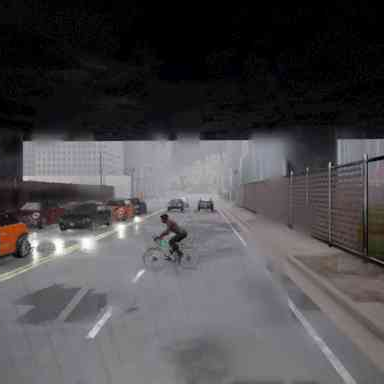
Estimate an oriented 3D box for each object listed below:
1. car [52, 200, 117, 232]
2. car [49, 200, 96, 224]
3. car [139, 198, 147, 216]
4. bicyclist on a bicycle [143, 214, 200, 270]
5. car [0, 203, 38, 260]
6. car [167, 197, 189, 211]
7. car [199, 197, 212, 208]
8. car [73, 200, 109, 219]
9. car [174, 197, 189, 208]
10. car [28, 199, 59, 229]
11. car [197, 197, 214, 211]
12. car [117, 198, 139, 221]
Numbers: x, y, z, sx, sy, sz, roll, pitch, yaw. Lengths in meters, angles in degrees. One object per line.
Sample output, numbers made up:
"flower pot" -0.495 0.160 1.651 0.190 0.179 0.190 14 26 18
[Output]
"car" -6.334 1.477 20.321 1.882 1.535 5.008 0 0 2
"car" -9.486 1.528 26.821 1.895 1.301 4.718 0 4 2
"car" -5.808 1.352 32.794 2.097 1.767 4.553 0 0 3
"bicyclist on a bicycle" -0.600 1.451 9.529 1.656 1.620 0.582 -2 0 2
"car" -6.757 1.352 9.703 2.097 1.767 4.553 0 0 2
"car" -1.876 1.547 40.280 2.033 1.411 5.357 0 0 3
"car" 1.982 1.525 49.423 1.812 1.442 4.674 0 0 3
"car" -9.380 1.552 31.286 1.812 1.442 4.674 0 1 3
"car" -1.522 1.525 49.855 1.812 1.442 4.674 0 0 3
"car" -9.796 1.352 21.293 2.097 1.767 4.553 0 0 2
"car" 1.643 1.491 40.166 2.128 1.511 4.902 0 0 2
"car" -5.988 1.405 26.783 2.097 1.767 4.553 0 0 2
